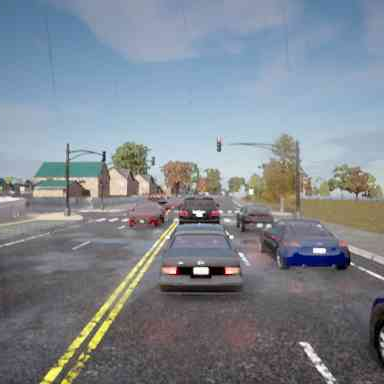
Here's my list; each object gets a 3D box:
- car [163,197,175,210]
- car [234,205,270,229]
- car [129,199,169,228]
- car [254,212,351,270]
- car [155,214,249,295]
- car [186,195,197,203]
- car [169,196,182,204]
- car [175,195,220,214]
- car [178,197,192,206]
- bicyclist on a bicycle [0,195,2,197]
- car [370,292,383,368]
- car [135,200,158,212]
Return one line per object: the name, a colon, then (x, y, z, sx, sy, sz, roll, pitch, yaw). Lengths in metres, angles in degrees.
car: (-2.124, 1.535, 41.843, 1.882, 1.535, 5.008, 0, 0, 3)
car: (3.693, 1.520, 19.961, 1.837, 1.490, 4.892, 0, 0, 3)
car: (-2.926, 1.499, 22.484, 1.882, 1.535, 5.008, 0, 0, 2)
car: (3.503, 1.570, 11.068, 1.994, 1.385, 4.181, 0, 0, 1)
car: (0.206, 1.553, 8.859, 2.033, 1.411, 5.357, 0, 0, 1)
car: (-0.026, 1.493, 71.546, 2.097, 1.767, 4.553, 0, 0, 5)
car: (-3.376, 1.678, 70.481, 2.033, 1.411, 5.357, 0, 0, 4)
car: (0.426, 1.237, 19.106, 2.150, 2.045, 5.566, 0, 0, 1)
car: (-1.171, 1.585, 57.581, 2.128, 1.511, 4.902, 0, 0, 4)
bicyclist on a bicycle: (-23.938, 1.035, 41.330, 0.582, 1.620, 1.656, 1, -1, 16)
car: (3.385, 1.354, 2.547, 2.097, 1.767, 4.553, 0, 0, 0)
car: (-5.455, 1.658, 40.391, 1.895, 1.301, 4.718, 0, 0, 3)
